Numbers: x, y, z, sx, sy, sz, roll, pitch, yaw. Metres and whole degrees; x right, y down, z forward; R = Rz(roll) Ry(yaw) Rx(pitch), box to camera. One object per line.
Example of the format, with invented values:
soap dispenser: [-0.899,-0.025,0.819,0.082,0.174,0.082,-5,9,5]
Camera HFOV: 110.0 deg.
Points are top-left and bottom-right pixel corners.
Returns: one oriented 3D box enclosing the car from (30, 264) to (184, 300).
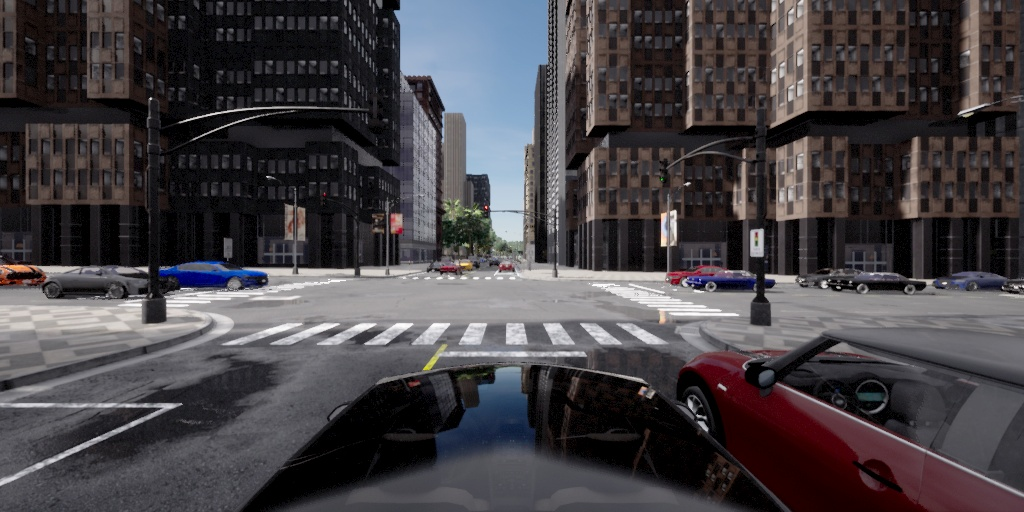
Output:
car: [-17.357,1.097,15.566,4.181,1.385,1.994,1,0,0]

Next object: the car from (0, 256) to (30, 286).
car: [-27.629,0.736,18.756,4.553,1.767,2.097,1,0,0]

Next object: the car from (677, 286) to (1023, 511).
car: [2.764,1.190,2.356,1.967,1.591,4.097,0,0,0]

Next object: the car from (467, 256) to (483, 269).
car: [-6.557,1.001,59.254,2.150,2.045,5.566,0,0,0]

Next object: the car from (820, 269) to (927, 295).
car: [22.692,1.697,22.502,4.718,1.301,1.895,1,0,0]

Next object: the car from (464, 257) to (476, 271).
car: [-6.497,1.236,48.915,1.882,1.535,5.008,0,0,0]

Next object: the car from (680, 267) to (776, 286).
car: [13.526,1.564,22.447,4.718,1.301,1.895,1,0,0]

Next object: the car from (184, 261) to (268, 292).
car: [-15.785,1.029,19.044,5.008,1.535,1.882,1,0,-4]

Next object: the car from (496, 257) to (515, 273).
car: [-0.606,1.188,43.747,1.967,1.591,4.097,0,0,0]

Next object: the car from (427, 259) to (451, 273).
car: [-9.131,1.314,43.694,1.948,1.339,4.313,0,0,0]

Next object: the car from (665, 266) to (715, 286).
car: [13.644,1.438,25.704,5.008,1.535,1.882,1,0,0]

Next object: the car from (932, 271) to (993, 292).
car: [33.112,1.806,25.810,4.181,1.385,1.994,1,0,-1]

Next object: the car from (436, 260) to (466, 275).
car: [-6.463,1.339,38.521,1.895,1.301,4.718,0,0,1]

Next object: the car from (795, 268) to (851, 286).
car: [23.135,1.602,25.752,4.892,1.490,1.837,1,0,0]

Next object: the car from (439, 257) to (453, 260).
car: [-9.166,1.074,49.120,2.192,1.841,5.009,0,0,0]

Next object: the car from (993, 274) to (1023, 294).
car: [34.131,1.767,22.558,4.892,1.490,1.837,1,0,0]
